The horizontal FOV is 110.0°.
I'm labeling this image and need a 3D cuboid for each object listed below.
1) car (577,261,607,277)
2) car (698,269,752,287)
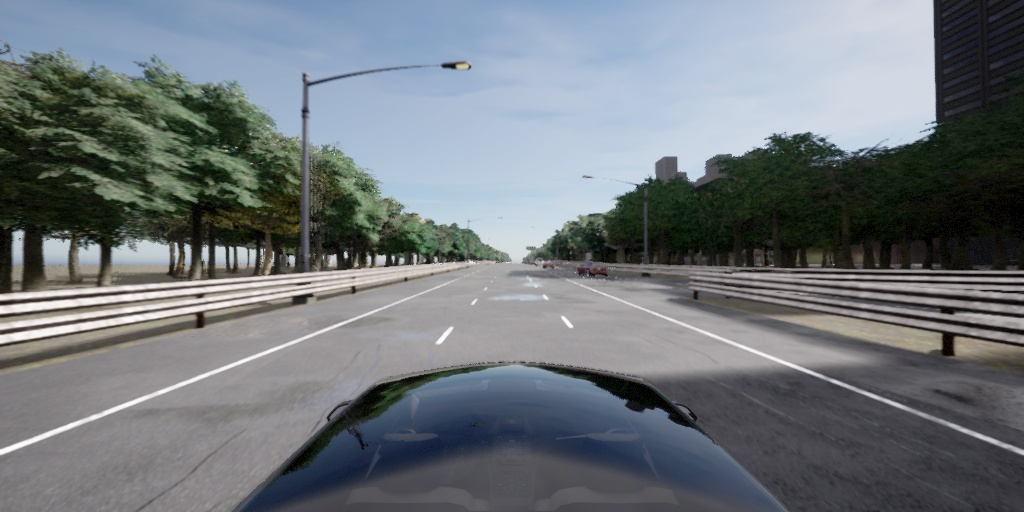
[{"bbox_3d":[8.849,1.376,39.994,2.097,1.767,4.553,0,0,-10],"label":"car"},{"bbox_3d":[13.901,1.488,22.490,1.994,1.385,4.181,0,-1,-19],"label":"car"}]
